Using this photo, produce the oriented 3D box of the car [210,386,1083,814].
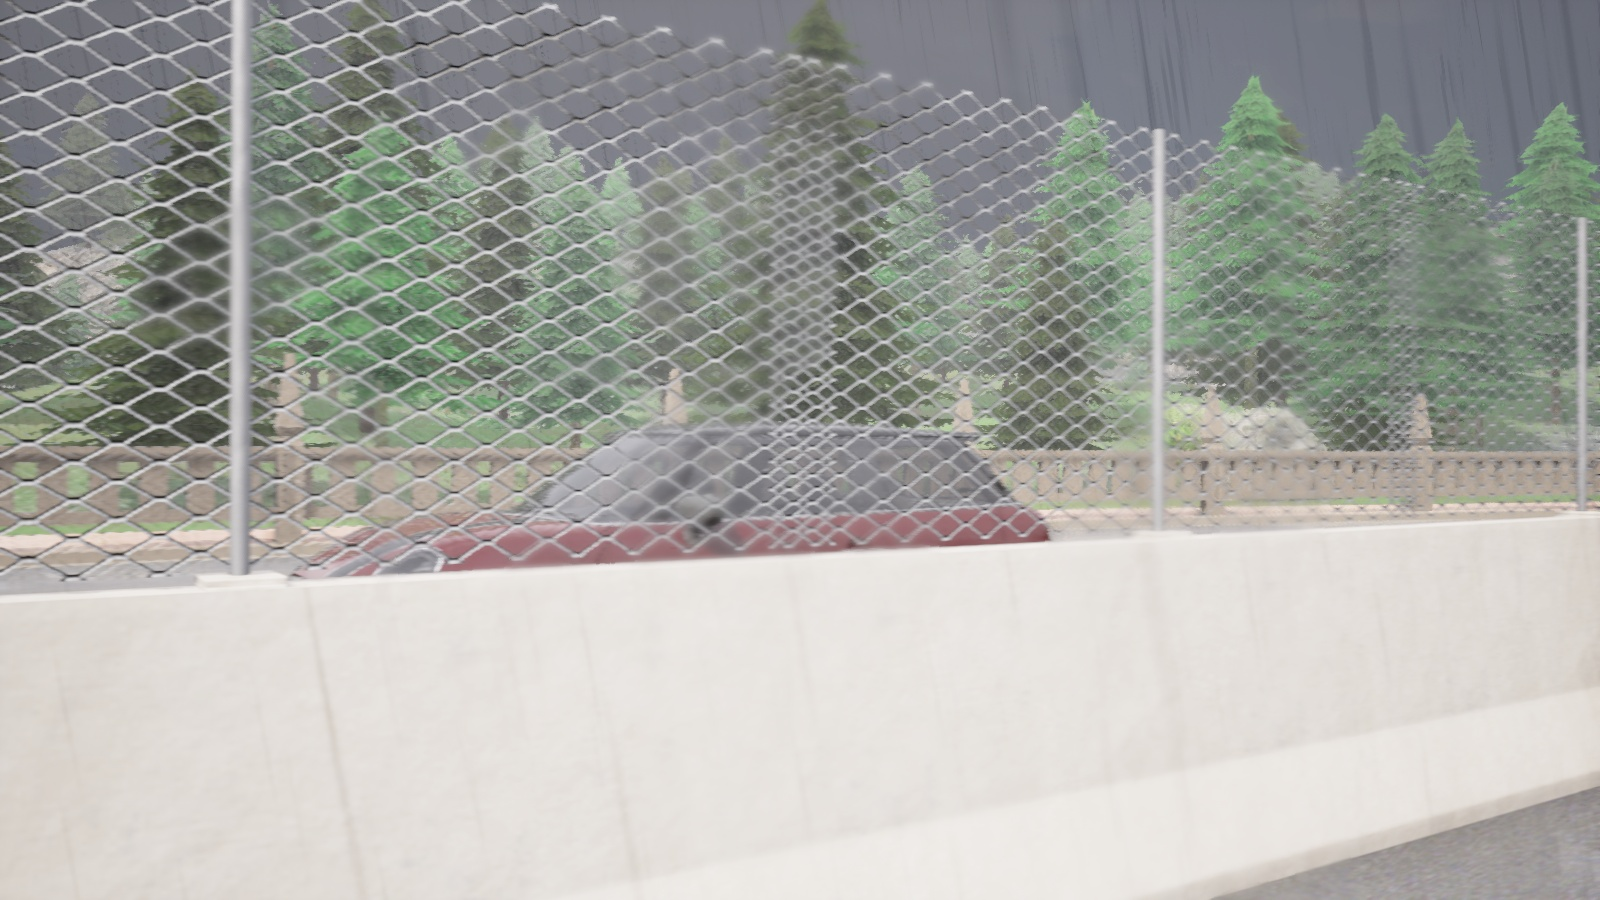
[{"bbox_3d":[-0.784,0.620,7.268,4.553,1.767,2.097,0,0,-31],"label":"car"}]
